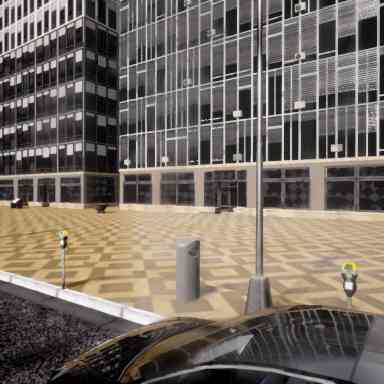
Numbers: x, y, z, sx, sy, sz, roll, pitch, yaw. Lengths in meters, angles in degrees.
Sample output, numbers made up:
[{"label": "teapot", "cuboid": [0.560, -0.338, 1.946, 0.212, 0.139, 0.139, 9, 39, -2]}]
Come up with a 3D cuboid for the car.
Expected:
[{"label": "car", "cuboid": [0.743, 1.566, 2.339, 4.313, 1.339, 1.947, 0, 0, 35]}]
